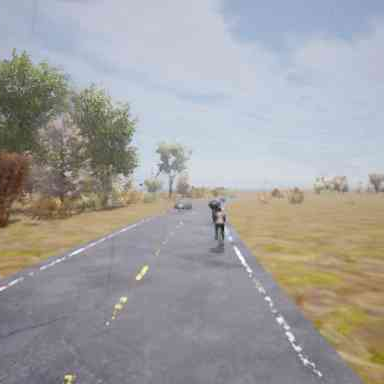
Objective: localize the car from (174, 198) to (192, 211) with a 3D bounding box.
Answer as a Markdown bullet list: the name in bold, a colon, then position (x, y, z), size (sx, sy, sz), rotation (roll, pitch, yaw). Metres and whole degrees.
- **car**: position (-1.050, 1.471, 40.386), size (2.128, 1.511, 4.902), rotation (0, 0, 6)

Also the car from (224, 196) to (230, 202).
- **car**: position (6.530, 1.524, 73.380), size (2.033, 1.411, 5.357), rotation (0, 0, 11)

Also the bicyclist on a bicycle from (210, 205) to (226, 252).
- **bicyclist on a bicycle**: position (1.088, 1.446, 13.031), size (0.582, 1.620, 1.656), rotation (0, 0, 2)

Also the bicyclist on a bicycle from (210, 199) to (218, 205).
- **bicyclist on a bicycle**: position (1.546, 1.359, 23.185), size (0.659, 1.776, 1.843), rotation (0, 0, 3)

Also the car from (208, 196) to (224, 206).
- **car**: position (3.778, 1.582, 54.692), size (1.895, 1.301, 4.718), rotation (0, 0, 7)
